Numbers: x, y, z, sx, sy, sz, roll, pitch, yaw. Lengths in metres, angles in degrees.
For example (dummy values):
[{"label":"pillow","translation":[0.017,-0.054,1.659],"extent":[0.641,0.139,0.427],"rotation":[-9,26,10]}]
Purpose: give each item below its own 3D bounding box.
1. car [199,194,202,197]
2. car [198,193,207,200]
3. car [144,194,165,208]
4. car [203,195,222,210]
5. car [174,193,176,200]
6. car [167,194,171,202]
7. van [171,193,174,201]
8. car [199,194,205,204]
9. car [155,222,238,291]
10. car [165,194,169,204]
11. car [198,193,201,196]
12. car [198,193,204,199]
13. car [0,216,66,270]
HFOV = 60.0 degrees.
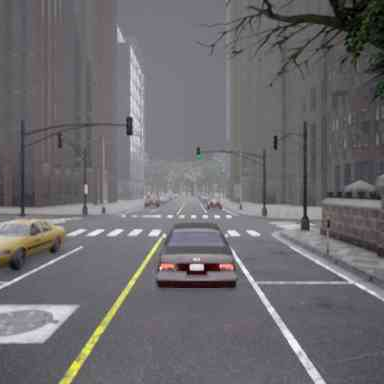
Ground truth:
[{"label":"car","translation":[2.844,1.531,64.922],"extent":[1.887,1.381,4.507],"rotation":[0,0,0]},{"label":"car","translation":[2.878,1.306,92.110],"extent":[2.192,1.841,5.009],"rotation":[0,0,0]},{"label":"car","translation":[-5.702,1.301,48.620],"extent":[2.192,1.841,5.009],"rotation":[0,0,0]},{"label":"car","translation":[2.817,1.427,43.172],"extent":[1.967,1.590,4.097],"rotation":[0,0,0]},{"label":"car","translation":[-5.661,1.539,81.245],"extent":[2.008,1.369,4.403],"rotation":[0,0,0]},{"label":"car","translation":[-5.681,1.512,64.763],"extent":[1.752,1.417,4.829],"rotation":[0,0,0]},{"label":"van","translation":[-5.668,1.329,75.808],"extent":[1.690,1.788,3.998],"rotation":[0,0,0]},{"label":"car","translation":[2.838,1.537,59.484],"extent":[2.008,1.369,4.403],"rotation":[0,0,0]},{"label":"car","translation":[0.102,1.543,9.127],"extent":[2.033,1.411,5.357],"rotation":[0,0,0]},{"label":"car","translation":[-5.688,1.568,59.495],"extent":[1.802,1.307,4.206],"rotation":[0,0,0]},{"label":"car","translation":[2.858,1.513,75.967],"extent":[1.752,1.417,4.829],"rotation":[0,0,0]},{"label":"car","translation":[2.851,1.532,70.359],"extent":[1.887,1.381,4.507],"rotation":[0,0,0]},{"label":"car","translation":[-5.748,1.520,11.042],"extent":[1.752,1.417,4.829],"rotation":[0,0,0]}]
